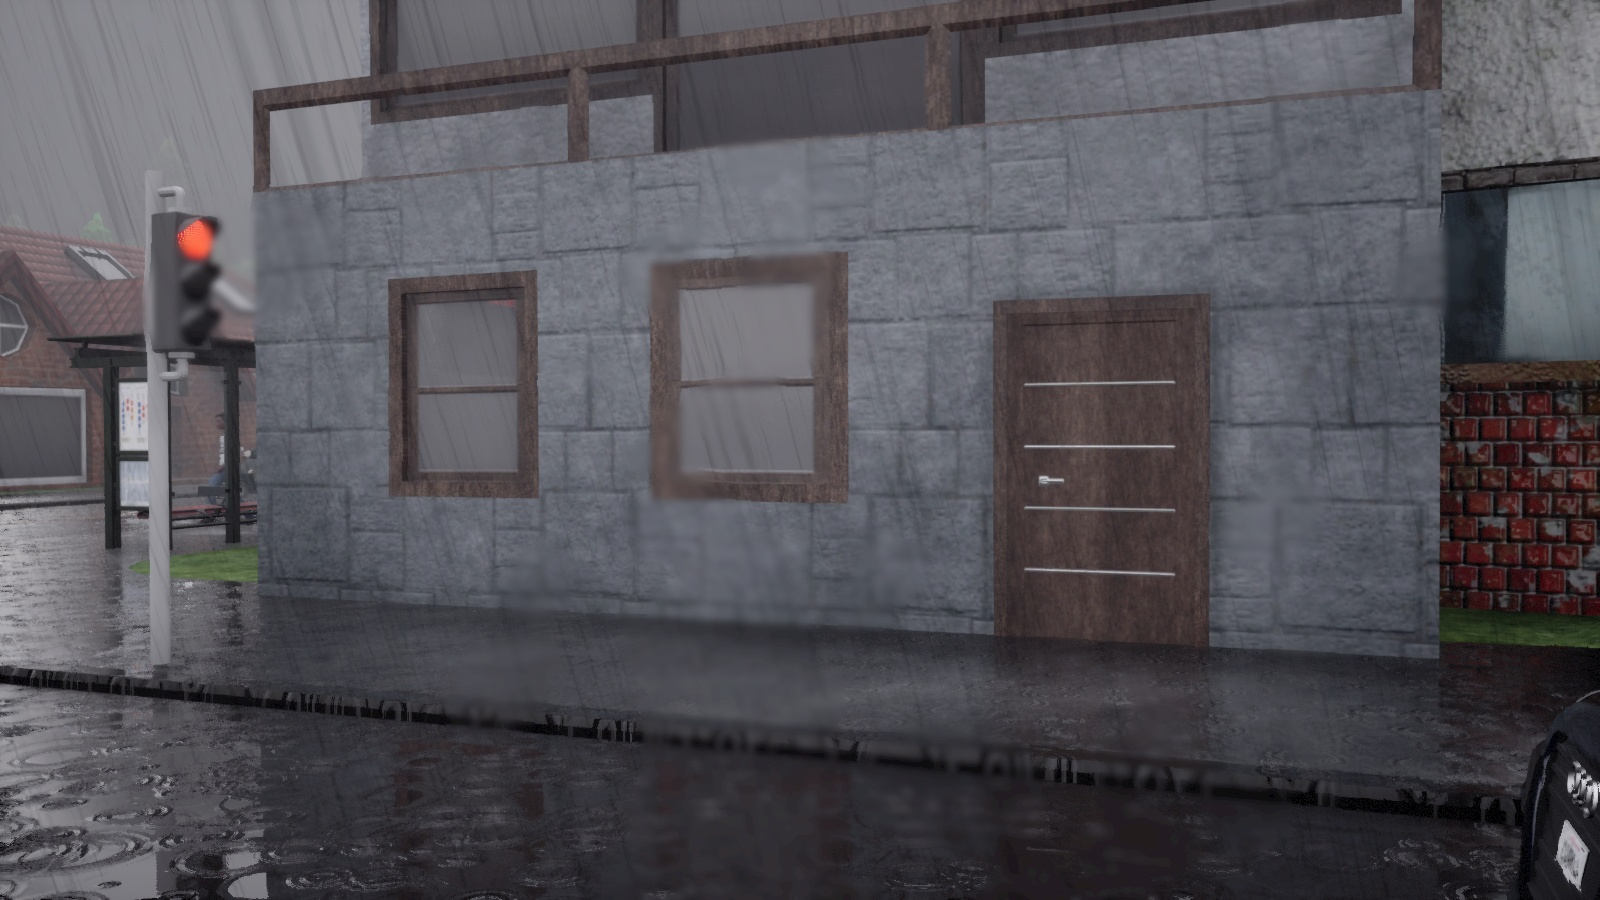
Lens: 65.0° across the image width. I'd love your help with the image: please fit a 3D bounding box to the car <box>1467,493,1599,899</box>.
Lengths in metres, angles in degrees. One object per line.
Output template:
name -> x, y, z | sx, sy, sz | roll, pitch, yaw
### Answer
car -> 3.777, 0.866, 2.418 | 4.181, 1.385, 1.994 | 1, 1, 21
